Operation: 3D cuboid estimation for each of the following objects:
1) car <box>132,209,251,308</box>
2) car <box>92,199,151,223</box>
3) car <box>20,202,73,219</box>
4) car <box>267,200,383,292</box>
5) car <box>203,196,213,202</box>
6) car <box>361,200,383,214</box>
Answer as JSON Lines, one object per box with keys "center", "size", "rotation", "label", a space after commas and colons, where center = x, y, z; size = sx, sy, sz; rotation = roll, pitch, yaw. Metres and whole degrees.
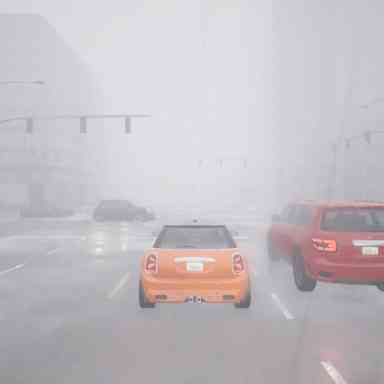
{"center": [0.070, 1.352, 8.060], "size": [2.097, 1.767, 4.553], "rotation": [0, 0, 1], "label": "car"}
{"center": [-4.993, 1.352, 24.828], "size": [4.553, 1.767, 2.097], "rotation": [0, 0, 1], "label": "car"}
{"center": [-12.371, 1.564, 28.415], "size": [4.181, 1.385, 1.994], "rotation": [0, 0, 1], "label": "car"}
{"center": [3.548, 1.221, 9.082], "size": [2.150, 2.045, 5.566], "rotation": [0, 0, 2], "label": "car"}
{"center": [3.617, 1.524, 74.412], "size": [1.812, 1.442, 4.674], "rotation": [0, 0, 0], "label": "car"}
{"center": [20.510, 1.564, 35.231], "size": [4.181, 1.385, 1.994], "rotation": [0, 0, 1], "label": "car"}
